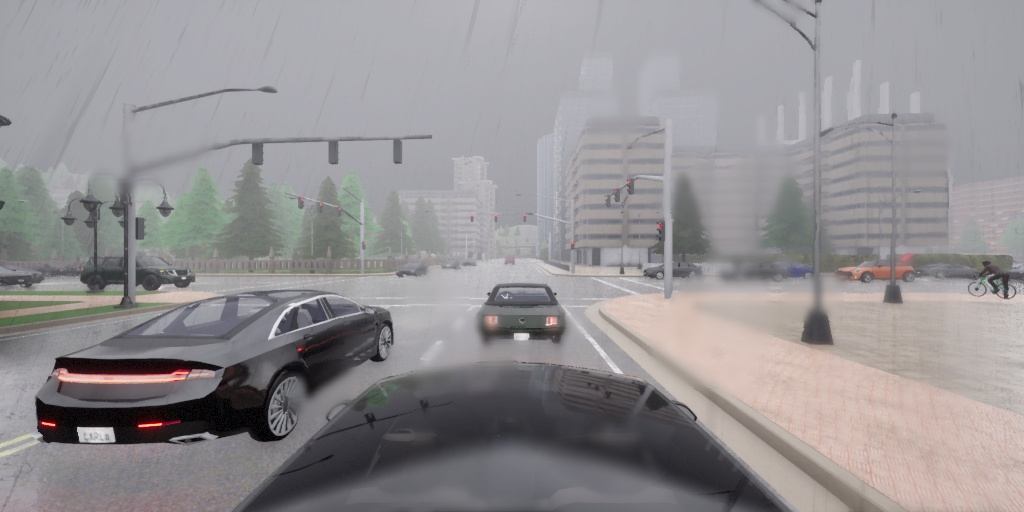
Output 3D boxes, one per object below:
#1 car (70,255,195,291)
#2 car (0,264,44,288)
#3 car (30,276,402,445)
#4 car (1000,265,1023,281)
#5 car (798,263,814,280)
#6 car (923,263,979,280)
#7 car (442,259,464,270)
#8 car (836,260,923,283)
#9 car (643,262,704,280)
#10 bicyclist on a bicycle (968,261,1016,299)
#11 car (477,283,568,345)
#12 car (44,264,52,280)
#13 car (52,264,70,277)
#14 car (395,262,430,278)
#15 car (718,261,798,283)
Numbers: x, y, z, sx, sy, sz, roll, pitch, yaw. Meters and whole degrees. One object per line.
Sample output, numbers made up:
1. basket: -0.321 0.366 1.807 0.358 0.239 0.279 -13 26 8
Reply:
1. car: -22.429 0.971 21.581 5.566 2.045 2.150 0 0 2
2. car: -32.415 1.228 21.939 5.008 1.535 1.882 0 0 2
3. car: -3.330 1.242 5.343 2.128 1.511 4.902 0 0 1
4. car: 39.515 1.228 26.723 5.008 1.535 1.882 0 0 2
5. car: 23.310 1.227 30.780 5.008 1.535 1.882 0 0 2
6. car: 36.498 1.314 30.337 4.181 1.385 1.994 0 0 1
7. car: -8.630 1.242 51.148 2.128 1.511 4.902 0 0 2
8. car: 27.416 1.102 27.140 4.553 1.767 2.097 0 0 2
9. car: 13.962 1.255 31.089 4.892 1.490 1.837 0 0 2
10. bicyclist on a bicycle: 21.181 1.051 15.859 0.582 1.620 1.656 0 0 2
11. car: 0.263 1.351 9.494 1.895 1.301 4.718 0 0 1
12. car: -36.328 1.314 25.589 4.181 1.385 1.994 0 0 2
13. car: -42.803 1.351 32.963 4.718 1.301 1.895 0 0 2
14. car: -9.269 1.297 34.047 2.033 1.411 5.357 0 0 3
15. car: 18.483 1.255 27.438 4.892 1.490 1.837 0 0 2
